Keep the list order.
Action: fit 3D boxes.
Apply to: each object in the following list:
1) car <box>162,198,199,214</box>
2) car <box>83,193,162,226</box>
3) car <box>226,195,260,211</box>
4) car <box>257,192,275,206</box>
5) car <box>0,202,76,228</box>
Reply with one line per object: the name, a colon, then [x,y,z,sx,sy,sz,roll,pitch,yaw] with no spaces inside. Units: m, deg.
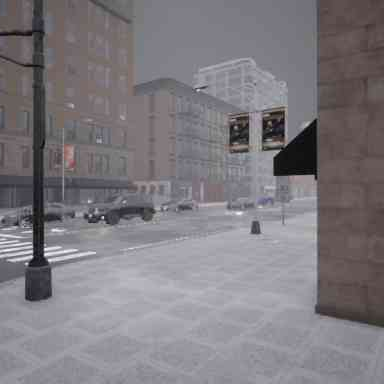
car: [-1.231,1.381,34.337,2.128,1.511,4.902,0,0,35]
car: [-4.919,1.149,23.517,2.150,2.045,5.566,0,1,35]
car: [5.747,1.359,38.550,1.837,1.490,4.892,0,0,35]
car: [11.051,1.011,51.506,2.150,2.045,5.566,0,0,35]
car: [-10.055,1.447,21.881,2.128,1.511,4.902,0,0,35]
